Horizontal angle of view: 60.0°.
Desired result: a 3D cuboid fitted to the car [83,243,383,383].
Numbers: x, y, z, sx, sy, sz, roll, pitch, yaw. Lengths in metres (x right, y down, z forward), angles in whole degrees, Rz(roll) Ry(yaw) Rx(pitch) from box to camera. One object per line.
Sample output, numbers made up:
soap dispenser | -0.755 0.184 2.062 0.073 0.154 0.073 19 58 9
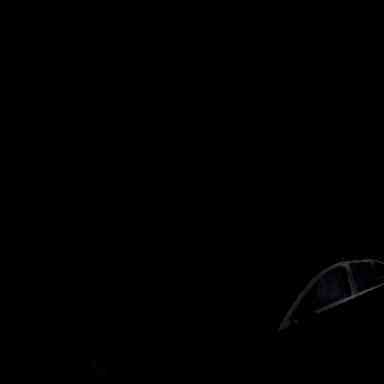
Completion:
car | 1.174 1.490 4.212 4.902 1.511 2.128 0 0 -35
